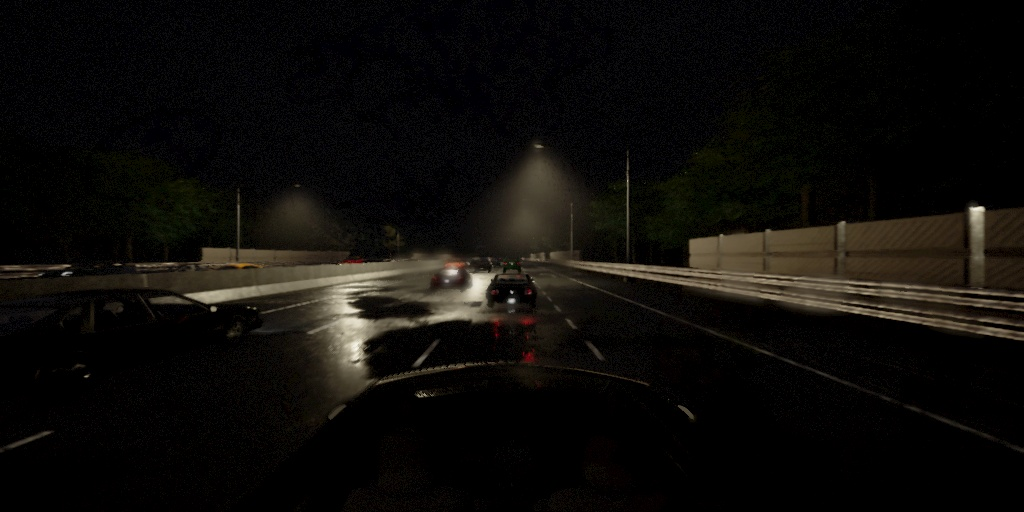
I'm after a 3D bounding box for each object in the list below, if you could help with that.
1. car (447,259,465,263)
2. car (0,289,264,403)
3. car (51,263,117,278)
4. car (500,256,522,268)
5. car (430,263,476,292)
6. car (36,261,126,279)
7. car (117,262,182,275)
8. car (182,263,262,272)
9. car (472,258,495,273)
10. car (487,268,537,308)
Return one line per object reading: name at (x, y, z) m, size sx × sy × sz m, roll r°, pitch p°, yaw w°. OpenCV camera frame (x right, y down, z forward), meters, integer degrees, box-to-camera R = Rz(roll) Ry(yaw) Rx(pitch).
car at (-6.994, 1.176, 44.471) m, size 2.097 × 1.767 × 4.553 m, roll 0°, pitch 0°, yaw 0°
car at (-7.001, 1.295, 6.288) m, size 2.033 × 1.411 × 5.357 m, roll 0°, pitch 0°, yaw 0°
car at (-24.594, 1.309, 22.707) m, size 2.033 × 1.411 × 5.357 m, roll 0°, pitch 0°, yaw 0°
car at (0.005, 1.046, 44.572) m, size 2.150 × 2.045 × 5.566 m, roll 0°, pitch 0°, yaw 0°
car at (-3.497, 1.324, 21.278) m, size 1.994 × 1.385 × 4.181 m, roll 0°, pitch 0°, yaw 0°
car at (-28.084, 1.115, 23.880) m, size 2.097 × 1.767 × 4.553 m, roll 0°, pitch 0°, yaw 0°
car at (-21.090, 1.253, 22.687) m, size 2.128 × 1.511 × 4.902 m, roll 0°, pitch 0°, yaw 0°
car at (-17.590, 1.240, 22.790) m, size 1.882 × 1.535 × 5.008 m, roll 0°, pitch 0°, yaw 0°
car at (-3.495, 1.302, 44.536) m, size 1.882 × 1.535 × 5.008 m, roll 0°, pitch 0°, yaw 0°
car at (0.001, 1.353, 15.306) m, size 1.895 × 1.301 × 4.718 m, roll 0°, pitch 0°, yaw 0°
